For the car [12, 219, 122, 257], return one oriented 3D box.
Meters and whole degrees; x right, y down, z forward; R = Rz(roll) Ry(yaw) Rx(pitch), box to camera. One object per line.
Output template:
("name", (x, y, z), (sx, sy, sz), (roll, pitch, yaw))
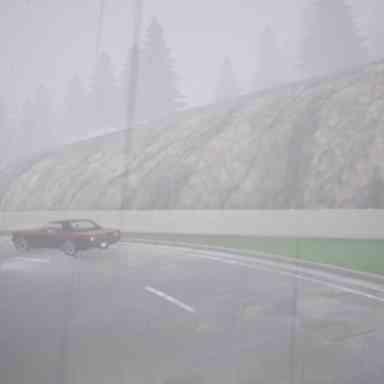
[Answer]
("car", (-5.304, 1.793, 13.799), (4.718, 1.301, 1.895), (-2, 0, 29))
